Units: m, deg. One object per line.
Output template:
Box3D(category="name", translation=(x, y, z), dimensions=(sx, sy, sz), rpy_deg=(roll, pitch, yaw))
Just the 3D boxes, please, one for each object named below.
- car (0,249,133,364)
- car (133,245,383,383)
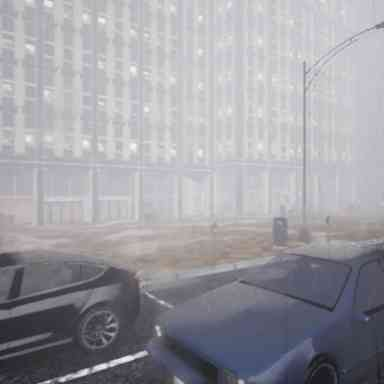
Box3D(category="car", translation=(-2.778, 1.566, 4.581), dimensions=(4.313, 1.339, 1.947), rpy_deg=(0, 0, -36))
Box3D(category="car", translation=(2.067, 1.549, 4.856), dimensions=(5.357, 1.411, 2.033), rpy_deg=(0, 0, -35))
